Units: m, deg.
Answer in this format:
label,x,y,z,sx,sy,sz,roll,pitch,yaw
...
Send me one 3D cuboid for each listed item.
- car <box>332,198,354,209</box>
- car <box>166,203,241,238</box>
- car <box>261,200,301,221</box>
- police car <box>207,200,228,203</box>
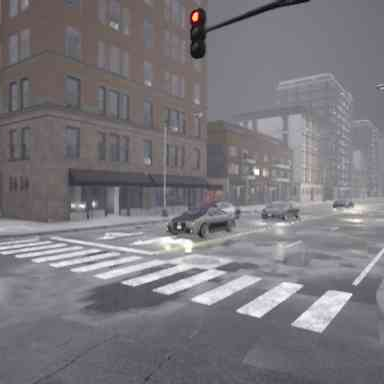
label,x,y,z,sx,sy,sz,roll,pitch,yaw
car,20.369,1.502,44.625,2.033,1.411,5.357,1,0,36
car,0.554,1.491,17.391,1.994,1.385,4.181,1,0,36
car,7.176,1.431,26.541,1.837,1.490,4.892,1,1,36
police car,1.666,1.411,24.301,2.038,1.542,4.974,1,0,36
